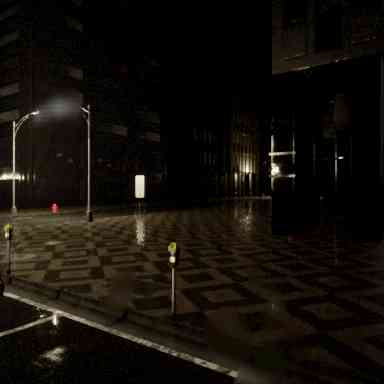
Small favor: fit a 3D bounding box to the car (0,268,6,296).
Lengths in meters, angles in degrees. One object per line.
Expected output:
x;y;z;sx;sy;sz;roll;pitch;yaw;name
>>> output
-5.804;1.526;7.027;4.829;1.417;1.752;0;0;35;car
